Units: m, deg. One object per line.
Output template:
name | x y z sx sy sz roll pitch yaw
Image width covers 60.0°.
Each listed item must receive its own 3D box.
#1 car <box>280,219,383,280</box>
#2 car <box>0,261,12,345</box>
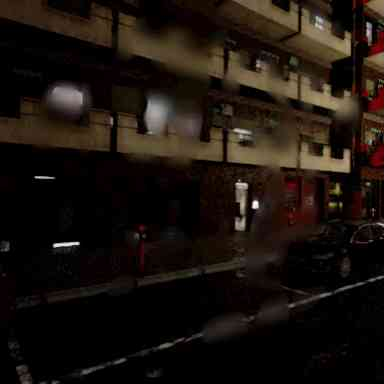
car | 4.440 1.497 9.716 4.403 1.369 2.008 0 1 -36
car | -4.585 1.327 3.264 5.009 1.841 2.192 0 1 -36
